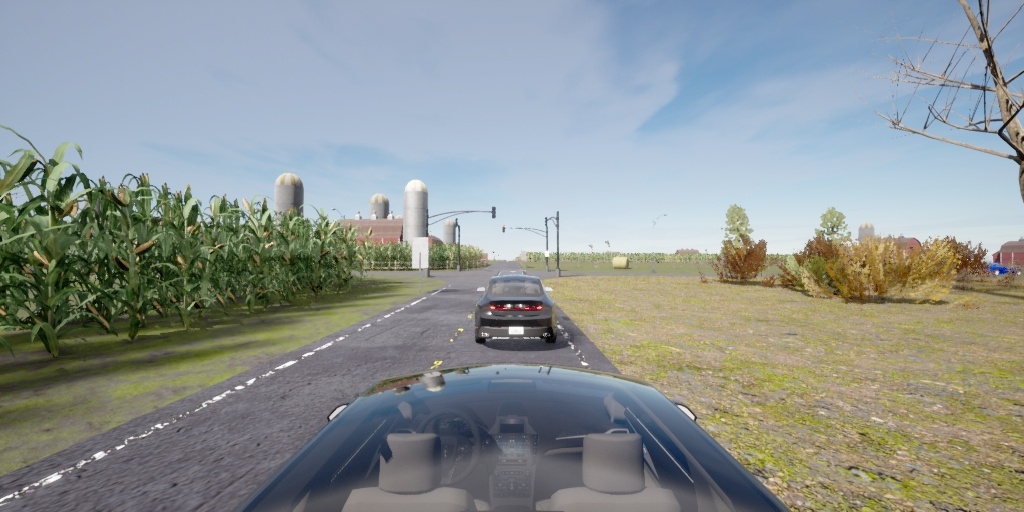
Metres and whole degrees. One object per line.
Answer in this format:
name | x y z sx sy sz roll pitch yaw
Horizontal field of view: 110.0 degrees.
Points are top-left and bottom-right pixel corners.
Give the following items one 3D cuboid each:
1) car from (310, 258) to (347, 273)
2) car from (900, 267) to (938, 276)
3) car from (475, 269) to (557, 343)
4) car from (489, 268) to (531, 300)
car | -19.773 0.930 37.646 4.553 1.767 2.097 1 -1 -3
car | 48.561 1.768 42.517 4.181 1.385 1.994 1 -1 -5
car | 0.080 1.259 9.656 1.837 1.490 4.892 0 0 0
car | 0.034 1.360 18.807 1.895 1.301 4.718 0 0 4
